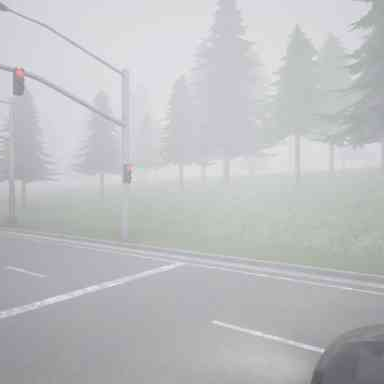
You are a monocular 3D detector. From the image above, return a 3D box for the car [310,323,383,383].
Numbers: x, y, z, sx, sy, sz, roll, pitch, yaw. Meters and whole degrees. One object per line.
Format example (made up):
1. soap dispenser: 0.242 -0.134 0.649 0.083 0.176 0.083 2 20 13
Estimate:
1. car: 3.161 1.505 1.732 4.892 1.490 1.837 0 0 35
